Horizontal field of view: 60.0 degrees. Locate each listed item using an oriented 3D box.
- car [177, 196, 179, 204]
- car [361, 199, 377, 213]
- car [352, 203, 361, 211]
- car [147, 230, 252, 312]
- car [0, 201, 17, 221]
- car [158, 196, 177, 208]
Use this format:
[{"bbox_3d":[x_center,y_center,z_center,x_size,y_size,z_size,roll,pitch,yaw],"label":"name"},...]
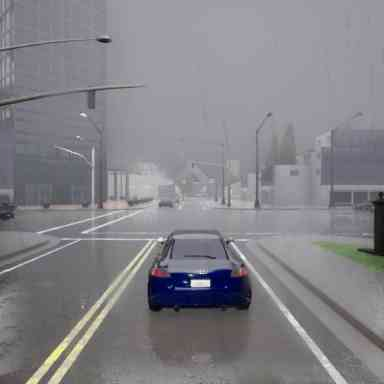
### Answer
[{"bbox_3d":[-3.489,1.493,66.030,2.128,1.511,4.902,0,0,0],"label":"car"},{"bbox_3d":[20.214,1.553,33.718,4.718,1.301,1.895,0,0,0],"label":"car"},{"bbox_3d":[20.364,1.479,37.209,4.674,1.442,1.812,0,0,0],"label":"car"},{"bbox_3d":[0.089,1.564,7.814,1.994,1.385,4.181,0,0,-2],"label":"car"},{"bbox_3d":[-16.392,1.672,26.225,4.181,1.385,1.994,-1,0,0],"label":"car"},{"bbox_3d":[-3.592,1.601,46.510,1.895,1.301,4.718,0,0,0],"label":"car"}]
